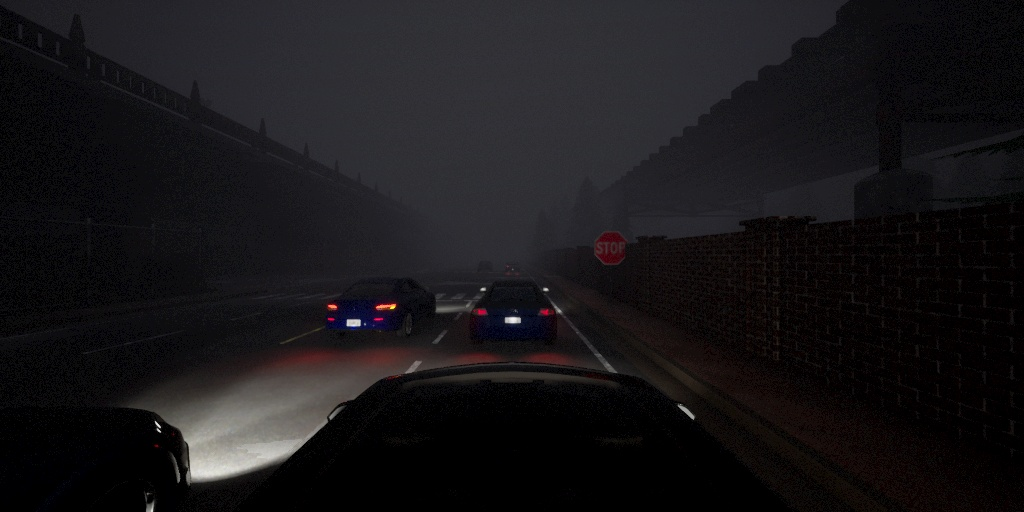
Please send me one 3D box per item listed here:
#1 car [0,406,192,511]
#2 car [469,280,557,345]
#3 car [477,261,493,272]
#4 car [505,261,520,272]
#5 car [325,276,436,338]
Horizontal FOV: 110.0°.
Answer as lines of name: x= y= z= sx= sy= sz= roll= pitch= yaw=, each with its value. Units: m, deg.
car: x=-3.399 y=1.314 z=0.935 sx=1.994 sy=1.385 sz=4.181 roll=0 pitch=0 yaw=0
car: x=0.062 y=1.314 z=9.511 sx=1.994 sy=1.385 sz=4.181 roll=0 pitch=0 yaw=1
car: x=-3.429 y=1.297 z=46.053 sx=2.033 sy=1.411 sz=5.357 roll=0 pitch=0 yaw=-1
car: x=0.065 y=1.351 z=46.247 sx=1.895 sy=1.301 sz=4.718 roll=0 pitch=0 yaw=-1
car: x=-3.420 y=1.276 z=10.031 sx=1.812 sy=1.442 sz=4.674 roll=0 pitch=0 yaw=0
